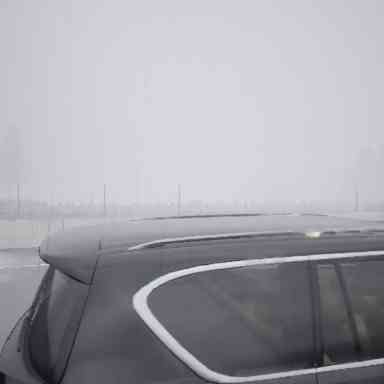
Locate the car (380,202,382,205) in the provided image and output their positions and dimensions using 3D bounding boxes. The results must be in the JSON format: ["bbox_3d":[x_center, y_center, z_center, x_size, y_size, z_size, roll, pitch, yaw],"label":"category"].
[{"bbox_3d":[22.106,1.843,38.366,4.181,1.385,1.994,1,0,-17],"label":"car"}]

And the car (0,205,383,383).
[{"bbox_3d":[1.447,1.225,2.789,5.566,2.045,2.150,0,0,-17],"label":"car"}]
